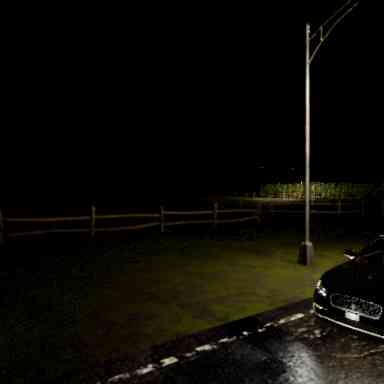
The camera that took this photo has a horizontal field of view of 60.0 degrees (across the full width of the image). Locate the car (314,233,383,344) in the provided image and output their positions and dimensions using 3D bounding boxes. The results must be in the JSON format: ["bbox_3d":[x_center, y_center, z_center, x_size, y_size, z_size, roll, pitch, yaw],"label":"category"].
[{"bbox_3d":[4.215,1.489,6.079,4.892,1.490,1.837,0,0,-36],"label":"car"}]
